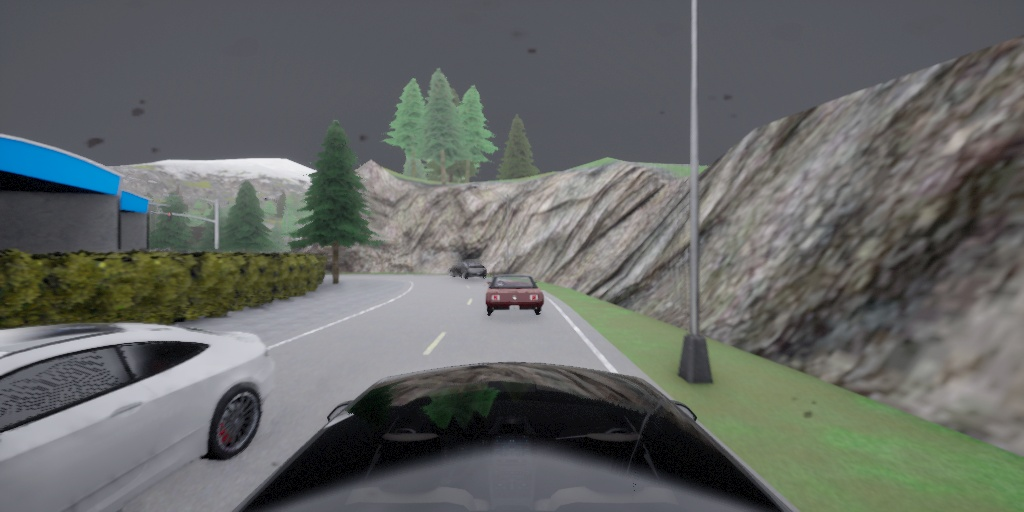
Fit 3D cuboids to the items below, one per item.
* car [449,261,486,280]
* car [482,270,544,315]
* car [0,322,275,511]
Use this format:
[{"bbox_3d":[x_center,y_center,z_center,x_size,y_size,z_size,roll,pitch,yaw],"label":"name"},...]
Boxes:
[{"bbox_3d":[-3.857,1.196,30.587,2.128,1.511,4.902,0,0,-30],"label":"car"},{"bbox_3d":[-0.012,1.332,13.479,1.895,1.301,4.718,0,0,-2],"label":"car"},{"bbox_3d":[-3.616,1.275,2.288,1.812,1.442,4.674,0,0,0],"label":"car"}]
